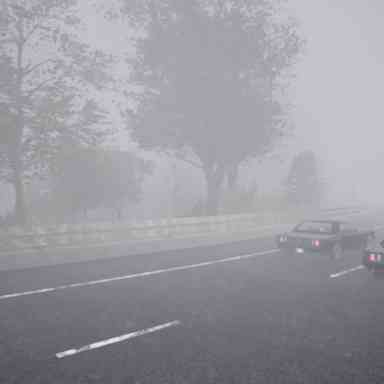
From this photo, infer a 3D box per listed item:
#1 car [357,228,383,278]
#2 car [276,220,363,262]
[{"bbox_3d":[6.693,1.685,9.355,4.718,1.301,1.895,0,-1,-41],"label":"car"},{"bbox_3d":[5.311,1.712,12.802,4.718,1.301,1.895,0,-1,-42],"label":"car"}]
